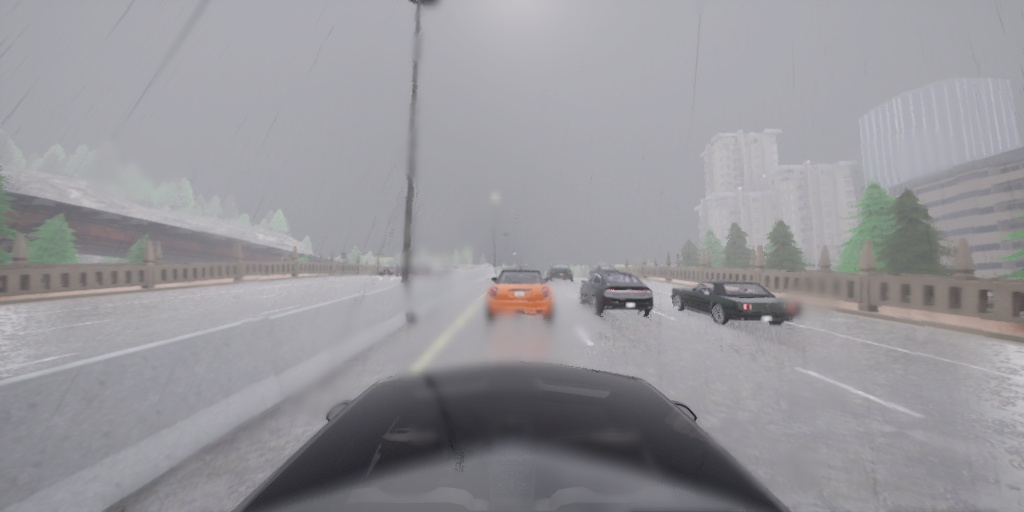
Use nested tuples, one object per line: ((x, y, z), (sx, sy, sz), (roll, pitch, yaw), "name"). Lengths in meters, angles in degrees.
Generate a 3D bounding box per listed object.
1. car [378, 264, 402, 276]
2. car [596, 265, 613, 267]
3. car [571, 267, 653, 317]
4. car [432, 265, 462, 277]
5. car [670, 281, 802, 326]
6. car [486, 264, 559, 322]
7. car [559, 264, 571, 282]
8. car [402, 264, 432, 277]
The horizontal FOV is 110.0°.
((-13.185, 1.559, 39.811), (1.994, 1.385, 4.181), (1, -2, 2), "car")
((7.708, 1.514, 30.327), (2.128, 1.511, 4.902), (1, 0, 1), "car")
((3.826, 1.363, 13.811), (2.128, 1.511, 4.902), (1, 0, 1), "car")
((-6.299, 1.560, 36.230), (1.895, 1.301, 4.718), (1, -1, 2), "car")
((7.293, 1.500, 12.399), (1.895, 1.301, 4.718), (1, 0, 1), "car")
((0.305, 1.178, 12.860), (2.097, 1.767, 4.553), (1, 0, 1), "car")
((4.248, 1.479, 32.072), (1.882, 1.535, 5.008), (1, -1, 1), "car")
((-9.733, 1.544, 38.267), (1.994, 1.385, 4.181), (1, -2, 2), "car")
